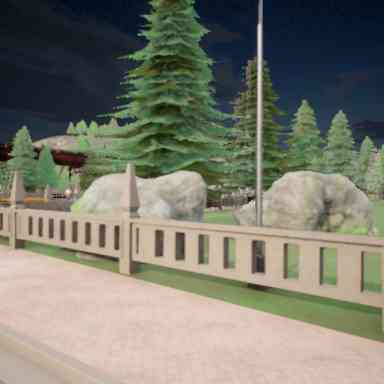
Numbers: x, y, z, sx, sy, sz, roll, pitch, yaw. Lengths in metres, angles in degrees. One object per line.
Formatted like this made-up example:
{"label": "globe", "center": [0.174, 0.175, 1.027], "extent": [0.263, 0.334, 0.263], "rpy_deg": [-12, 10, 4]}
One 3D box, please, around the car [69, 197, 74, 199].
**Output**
{"label": "car", "center": [-19.412, 1.130, 58.647], "extent": [2.128, 1.511, 4.902], "rpy_deg": [0, 2, 36]}
